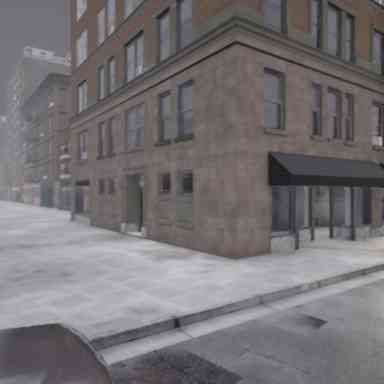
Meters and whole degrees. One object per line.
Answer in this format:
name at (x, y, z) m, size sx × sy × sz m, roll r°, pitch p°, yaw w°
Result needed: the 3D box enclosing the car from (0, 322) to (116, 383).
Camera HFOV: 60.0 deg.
car at (-2.887, 1.548, 1.320) m, size 5.357 × 1.411 × 2.033 m, roll 0°, pitch 0°, yaw -35°
